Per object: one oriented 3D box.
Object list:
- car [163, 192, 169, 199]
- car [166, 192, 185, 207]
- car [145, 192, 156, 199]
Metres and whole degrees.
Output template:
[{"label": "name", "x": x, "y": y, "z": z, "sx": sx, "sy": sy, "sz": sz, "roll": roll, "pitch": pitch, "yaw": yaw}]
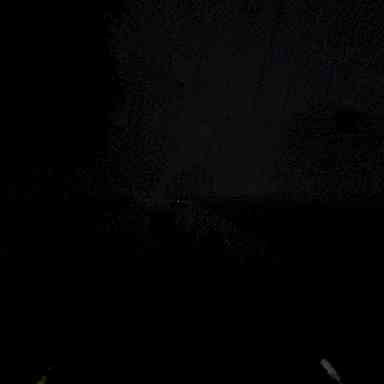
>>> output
[{"label": "car", "x": -4.895, "y": 0.687, "z": 68.025, "sx": 2.033, "sy": 1.411, "sz": 5.357, "roll": 0, "pitch": 1, "yaw": -8}, {"label": "car", "x": -1.859, "y": 1.127, "z": 41.977, "sx": 2.033, "sy": 1.411, "sz": 5.357, "roll": 0, "pitch": 1, "yaw": -5}, {"label": "car", "x": -8.380, "y": 0.694, "z": 67.091, "sx": 1.994, "sy": 1.385, "sz": 4.181, "roll": 0, "pitch": 1, "yaw": -8}]
